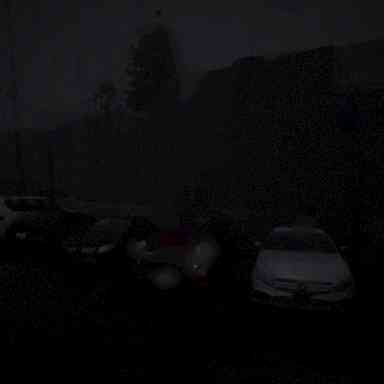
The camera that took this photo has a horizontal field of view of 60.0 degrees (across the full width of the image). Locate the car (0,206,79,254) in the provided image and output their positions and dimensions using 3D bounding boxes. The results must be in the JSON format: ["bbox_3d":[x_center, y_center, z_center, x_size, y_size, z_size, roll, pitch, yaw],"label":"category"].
[{"bbox_3d":[-4.888,1.481,13.001,2.163,1.488,4.792,0,-1,15],"label":"car"}]

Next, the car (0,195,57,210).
[{"bbox_3d":[-7.327,1.181,14.744,2.435,2.045,5.566,1,0,15],"label":"car"}]

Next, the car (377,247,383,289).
[{"bbox_3d":[4.882,1.487,5.992,2.097,1.535,5.008,0,-1,16],"label":"car"}]

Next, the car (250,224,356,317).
[{"bbox_3d":[2.445,1.524,7.742,2.002,1.452,4.674,1,-1,16],"label":"car"}]

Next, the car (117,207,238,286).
[{"bbox_3d":[0.012,1.351,9.514,2.185,1.767,4.553,1,-1,16],"label":"car"}]

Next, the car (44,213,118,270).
[{"bbox_3d":[-2.439,1.510,11.226,2.002,1.452,4.674,1,0,16],"label":"car"}]
